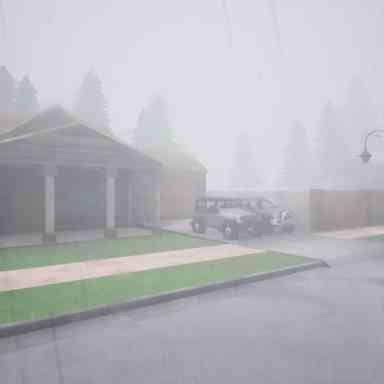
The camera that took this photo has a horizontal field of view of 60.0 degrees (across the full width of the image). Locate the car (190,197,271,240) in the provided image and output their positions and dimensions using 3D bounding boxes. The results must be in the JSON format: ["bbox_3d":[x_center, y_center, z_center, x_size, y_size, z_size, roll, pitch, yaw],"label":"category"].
[{"bbox_3d":[1.557,1.174,15.944,1.905,1.878,3.866,0,0,-36],"label":"car"}]

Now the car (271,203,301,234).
[{"bbox_3d":[3.376,1.171,17.722,1.932,1.855,4.605,0,0,-36],"label":"car"}]
